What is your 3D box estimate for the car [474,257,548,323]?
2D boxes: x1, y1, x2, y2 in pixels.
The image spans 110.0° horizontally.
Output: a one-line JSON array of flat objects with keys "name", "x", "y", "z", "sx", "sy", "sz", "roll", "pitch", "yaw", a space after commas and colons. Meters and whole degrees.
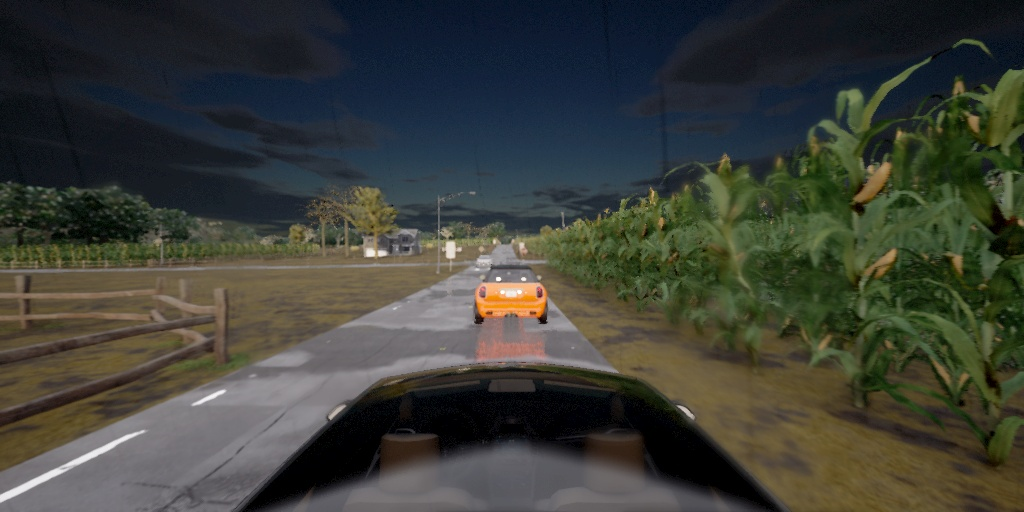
[{"name": "car", "x": -0.046, "y": 1.050, "z": 11.989, "sx": 2.097, "sy": 1.767, "sz": 4.553, "roll": 0, "pitch": 0, "yaw": -1}]

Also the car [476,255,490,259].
[{"name": "car", "x": -3.274, "y": 0.636, "z": 43.182, "sx": 1.812, "sy": 1.442, "sz": 4.674, "roll": 0, "pitch": 2, "yaw": -1}]
